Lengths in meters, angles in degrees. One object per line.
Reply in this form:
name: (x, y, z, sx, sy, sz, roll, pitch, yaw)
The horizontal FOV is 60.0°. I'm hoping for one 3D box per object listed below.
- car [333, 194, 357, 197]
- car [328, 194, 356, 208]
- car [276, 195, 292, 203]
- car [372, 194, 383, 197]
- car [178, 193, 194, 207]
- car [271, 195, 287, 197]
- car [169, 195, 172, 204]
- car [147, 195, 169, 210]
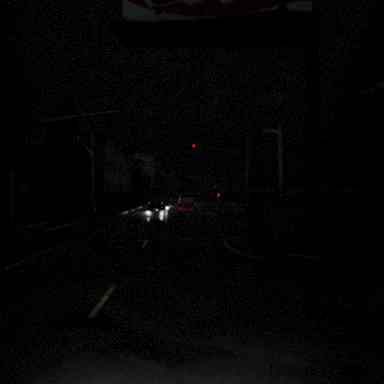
car: (18.350, 1.257, 39.859, 1.905, 1.878, 3.866, 0, 0, -1)
car: (21.461, 1.274, 47.798, 1.932, 1.855, 4.605, 0, 0, -1)
car: (17.804, 1.399, 64.781, 1.970, 1.475, 3.806, 0, 0, -1)
car: (37.004, 1.251, 65.531, 1.905, 1.878, 3.866, 0, 0, -1)
car: (-0.887, 1.196, 50.490, 2.150, 2.045, 5.566, 0, 0, -1)
car: (14.299, 1.467, 57.652, 2.007, 1.523, 4.514, 0, 0, -1)
car: (-4.565, 1.476, 52.444, 1.837, 1.490, 4.892, 0, 0, -1)
car: (-4.405, 1.330, 41.918, 2.097, 1.767, 4.553, 0, 0, -1)
